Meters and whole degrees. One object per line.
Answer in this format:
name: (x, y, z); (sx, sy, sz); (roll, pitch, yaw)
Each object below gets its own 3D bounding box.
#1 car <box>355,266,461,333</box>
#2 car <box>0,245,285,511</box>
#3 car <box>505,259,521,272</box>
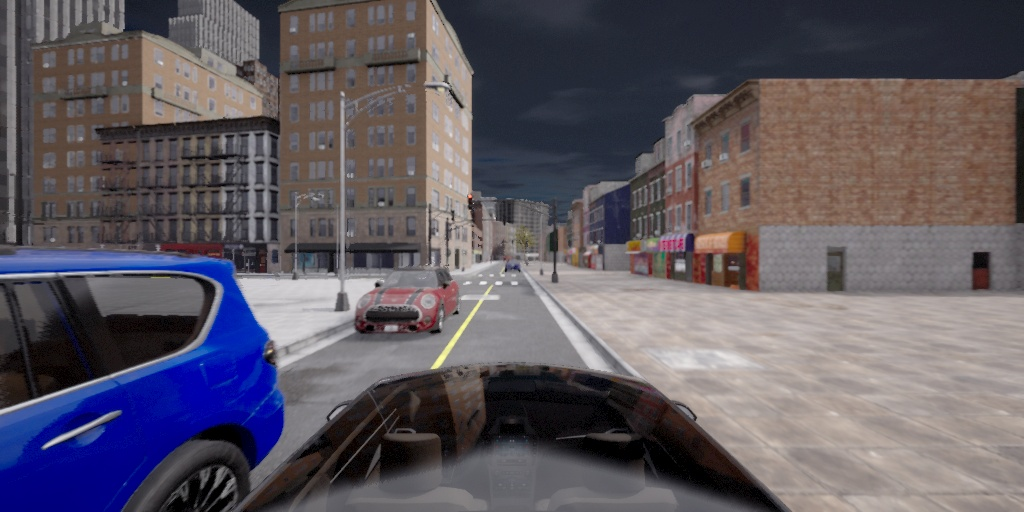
car: (-2.840, 1.117, 10.701); (2.097, 1.767, 4.553); (0, 0, 0)
car: (-2.849, 0.970, 0.505); (2.150, 2.045, 5.566); (0, 0, 0)
car: (0.084, 1.196, 48.892); (2.097, 1.767, 4.553); (0, 0, 0)
